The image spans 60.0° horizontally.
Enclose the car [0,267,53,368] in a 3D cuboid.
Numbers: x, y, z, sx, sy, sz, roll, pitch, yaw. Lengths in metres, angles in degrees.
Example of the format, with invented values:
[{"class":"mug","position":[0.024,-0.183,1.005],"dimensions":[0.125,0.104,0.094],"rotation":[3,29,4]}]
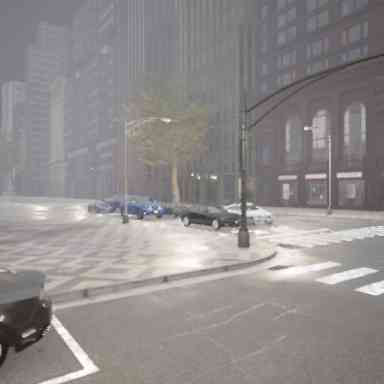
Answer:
[{"class":"car","position":[-3.981,1.550,3.813],"dimensions":[4.403,1.369,2.008],"rotation":[0,0,-36]}]

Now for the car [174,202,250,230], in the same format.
[{"class":"car","position":[1.199,1.561,22.092],"dimensions":[1.882,1.535,5.008],"rotation":[0,0,-37]}]

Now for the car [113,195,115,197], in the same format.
[{"class":"car","position":[-7.980,1.350,40.509],"dimensions":[2.150,2.045,5.566],"rotation":[0,0,-35]}]

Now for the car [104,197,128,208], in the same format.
[{"class":"car","position":[-11.896,1.627,51.784],"dimensions":[1.882,1.535,5.008],"rotation":[0,0,-35]}]

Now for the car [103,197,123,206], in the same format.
[{"class":"car","position":[-14.579,1.642,61.024],"dimensions":[1.882,1.535,5.008],"rotation":[0,0,-36]}]

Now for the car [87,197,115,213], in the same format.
[{"class":"car","position":[-10.655,1.667,38.653],"dimensions":[1.812,1.442,4.674],"rotation":[0,0,-35]}]

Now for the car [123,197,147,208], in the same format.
[{"class":"car","position":[-9.211,1.614,53.580],"dimensions":[1.882,1.535,5.008],"rotation":[0,0,-35]}]

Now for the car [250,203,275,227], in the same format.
[{"class":"car","position":[3.842,1.596,23.988],"dimensions":[1.812,1.442,4.674],"rotation":[0,0,-33]}]

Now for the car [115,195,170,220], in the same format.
[{"class":"car","position":[-4.644,1.333,30.253],"dimensions":[2.150,2.045,5.566],"rotation":[0,0,-36]}]

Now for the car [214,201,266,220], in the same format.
[{"class":"car","position":[4.142,1.595,29.535],"dimensions":[1.812,1.442,4.674],"rotation":[0,0,-36]}]

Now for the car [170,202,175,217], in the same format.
[{"class":"car","position":[-1.806,1.645,31.877],"dimensions":[2.033,1.411,5.357],"rotation":[0,0,-35]}]
